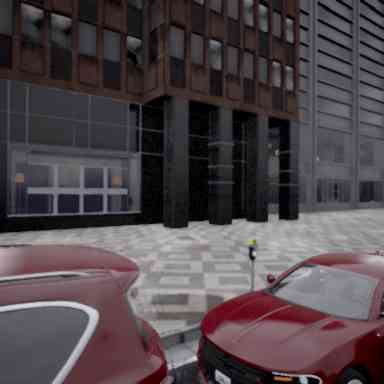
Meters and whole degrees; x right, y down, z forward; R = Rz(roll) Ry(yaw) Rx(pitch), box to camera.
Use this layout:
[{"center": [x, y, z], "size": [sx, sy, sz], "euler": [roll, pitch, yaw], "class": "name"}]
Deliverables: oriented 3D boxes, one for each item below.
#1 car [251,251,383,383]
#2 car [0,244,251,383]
[{"center": [2.128, 1.562, 4.495], "size": [4.507, 1.381, 1.887], "euler": [0, 0, -36], "class": "car"}, {"center": [-2.367, 1.310, 1.283], "size": [5.009, 1.841, 2.192], "euler": [0, 0, -36], "class": "car"}]
